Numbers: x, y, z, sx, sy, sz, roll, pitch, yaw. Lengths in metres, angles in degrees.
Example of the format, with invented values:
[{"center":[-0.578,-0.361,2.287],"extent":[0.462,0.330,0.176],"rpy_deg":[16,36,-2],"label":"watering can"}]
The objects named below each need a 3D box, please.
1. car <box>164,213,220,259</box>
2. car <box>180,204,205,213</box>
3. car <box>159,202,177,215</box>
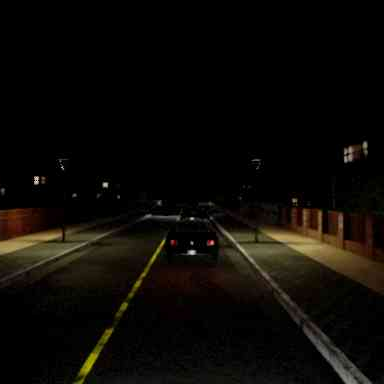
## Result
[{"center":[0.014,1.745,13.290],"extent":[1.895,1.301,4.718],"rpy_deg":[0,-1,0],"label":"car"},{"center":[0.015,1.828,28.520],"extent":[1.837,1.490,4.892],"rpy_deg":[0,0,0],"label":"car"},{"center":[-2.787,1.938,39.825],"extent":[1.882,1.535,5.008],"rpy_deg":[0,-1,1],"label":"car"}]
